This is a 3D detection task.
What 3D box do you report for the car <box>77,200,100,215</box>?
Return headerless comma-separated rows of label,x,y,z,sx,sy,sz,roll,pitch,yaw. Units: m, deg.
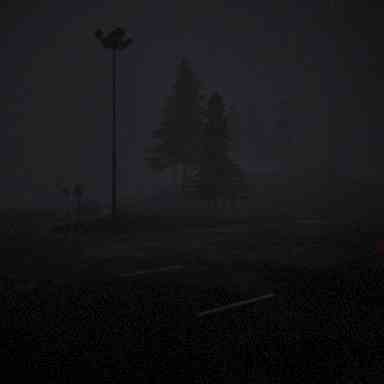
car,-10.579,1.532,34.310,1.812,1.442,4.674,1,0,-9
